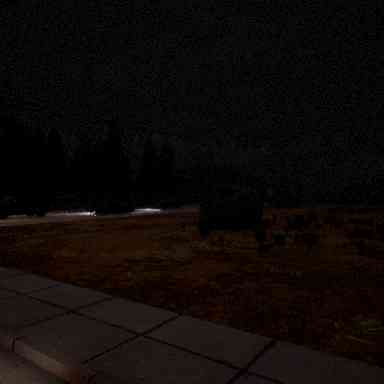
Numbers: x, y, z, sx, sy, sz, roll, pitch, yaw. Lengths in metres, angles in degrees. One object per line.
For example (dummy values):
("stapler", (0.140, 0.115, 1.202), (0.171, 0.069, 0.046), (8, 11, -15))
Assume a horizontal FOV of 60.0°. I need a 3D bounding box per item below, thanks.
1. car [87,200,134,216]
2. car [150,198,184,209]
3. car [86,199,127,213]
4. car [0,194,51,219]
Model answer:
("car", (-8.034, 1.627, 33.519), (1.895, 1.301, 4.718), (0, 0, 36))
("car", (-3.375, 1.574, 46.056), (2.033, 1.411, 5.357), (0, 0, 37))
("car", (-9.573, 1.591, 37.673), (1.994, 1.385, 4.181), (0, 0, 37))
("car", (-15.468, 1.248, 29.695), (2.150, 2.045, 5.566), (0, 0, 36))
